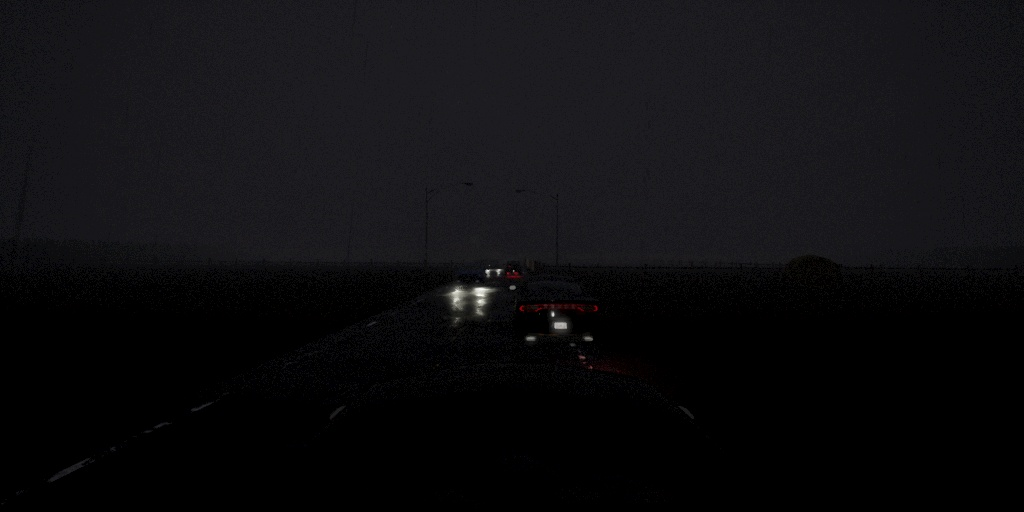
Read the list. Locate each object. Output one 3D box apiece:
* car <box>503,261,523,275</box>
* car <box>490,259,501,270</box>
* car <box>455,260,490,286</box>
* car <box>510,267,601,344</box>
[{"bbox_3d":[0.103,1.250,38.748,1.837,1.490,4.892,0,0,-2],"label":"car"},{"bbox_3d":[-2.742,1.244,53.727,1.837,1.490,4.892,0,0,0],"label":"car"},{"bbox_3d":[-2.848,1.226,25.440,1.882,1.535,5.008,0,0,0],"label":"car"},{"bbox_3d":[0.963,1.228,9.580,1.882,1.535,5.008,0,0,0],"label":"car"}]
